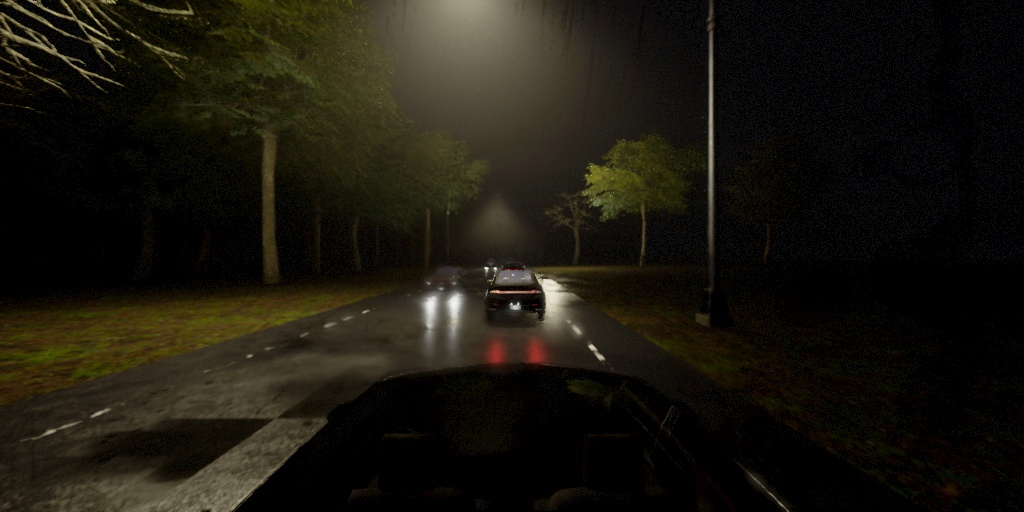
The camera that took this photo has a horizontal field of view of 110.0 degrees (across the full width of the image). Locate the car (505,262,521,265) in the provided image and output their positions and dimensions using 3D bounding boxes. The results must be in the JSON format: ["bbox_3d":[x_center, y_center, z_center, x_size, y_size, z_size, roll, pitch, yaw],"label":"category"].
[{"bbox_3d":[0.102,1.240,30.942,1.837,1.490,4.892,0,0,0],"label":"car"}]

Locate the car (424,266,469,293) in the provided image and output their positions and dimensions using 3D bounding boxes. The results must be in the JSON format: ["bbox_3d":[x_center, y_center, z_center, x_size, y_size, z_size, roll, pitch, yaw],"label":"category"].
[{"bbox_3d":[-3.597,1.294,20.865,2.033,1.411,5.357,0,0,0],"label":"car"}]

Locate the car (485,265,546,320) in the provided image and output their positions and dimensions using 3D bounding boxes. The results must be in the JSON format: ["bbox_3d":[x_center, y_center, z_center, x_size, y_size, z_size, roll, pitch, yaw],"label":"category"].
[{"bbox_3d":[0.101,1.242,12.570,2.128,1.511,4.902,0,0,0],"label":"car"}]

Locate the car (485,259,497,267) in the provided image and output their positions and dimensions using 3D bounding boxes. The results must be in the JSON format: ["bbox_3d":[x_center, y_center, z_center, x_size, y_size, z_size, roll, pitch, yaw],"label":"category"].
[{"bbox_3d":[-3.542,1.214,61.679,1.812,1.442,4.674,0,0,1],"label":"car"}]
